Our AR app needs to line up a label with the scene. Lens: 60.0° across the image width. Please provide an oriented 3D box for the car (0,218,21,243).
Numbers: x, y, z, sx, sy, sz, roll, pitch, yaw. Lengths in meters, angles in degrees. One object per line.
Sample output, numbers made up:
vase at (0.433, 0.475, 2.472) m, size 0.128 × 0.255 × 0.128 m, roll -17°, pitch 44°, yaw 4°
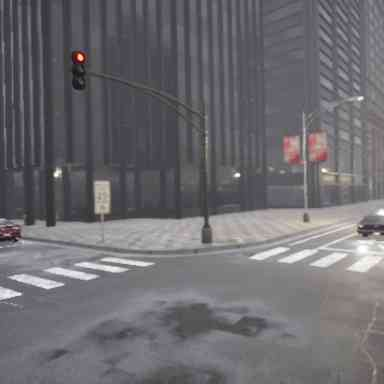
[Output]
car at (-11.144, 2.133, 18.487) m, size 4.507 × 1.381 × 1.887 m, roll -2°, pitch 0°, yaw 40°

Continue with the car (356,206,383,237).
car at (9.874, 1.397, 16.414) m, size 2.033 × 1.411 × 5.357 m, roll -1°, pitch 0°, yaw 44°
